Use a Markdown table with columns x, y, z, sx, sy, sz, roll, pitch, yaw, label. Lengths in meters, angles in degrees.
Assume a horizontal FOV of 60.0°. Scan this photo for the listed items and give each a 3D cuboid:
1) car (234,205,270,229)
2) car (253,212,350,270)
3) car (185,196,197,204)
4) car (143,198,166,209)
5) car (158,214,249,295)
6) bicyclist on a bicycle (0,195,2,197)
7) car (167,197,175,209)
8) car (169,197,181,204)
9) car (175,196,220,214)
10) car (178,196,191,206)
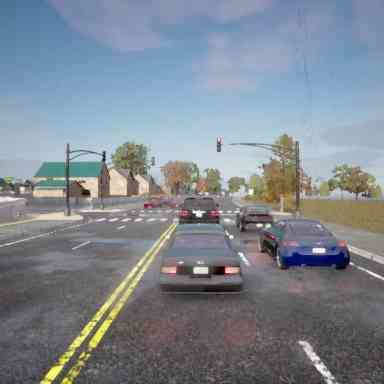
| x | y | z | sx | sy | sz | roll | pitch | yaw | label |
| --- | --- | --- | --- | --- | --- | --- | --- | --- | --- |
| 3.688 | 1.520 | 19.994 | 1.837 | 1.490 | 4.892 | 0 | 0 | 3 | car |
| 3.500 | 1.570 | 11.102 | 1.994 | 1.385 | 4.181 | 0 | 0 | 1 | car |
| -0.219 | 1.625 | 69.460 | 2.128 | 1.511 | 4.902 | 0 | 0 | 4 | car |
| -5.276 | 1.670 | 45.295 | 1.895 | 1.301 | 4.718 | 0 | 0 | 6 | car |
| 0.204 | 1.553 | 8.891 | 2.033 | 1.411 | 5.357 | 0 | 0 | 1 | car |
| -23.948 | 1.036 | 41.357 | 0.582 | 1.620 | 1.656 | 1 | -1 | 16 | bicyclist on a bicycle |
| -1.878 | 1.547 | 46.596 | 1.882 | 1.535 | 5.008 | 0 | 0 | 3 | car |
| -3.542 | 1.735 | 68.696 | 1.895 | 1.301 | 4.718 | 0 | 0 | 5 | car |
| 0.421 | 1.237 | 19.138 | 2.150 | 2.045 | 5.566 | 0 | 0 | 1 | car |
| -1.208 | 1.572 | 57.146 | 1.882 | 1.535 | 5.008 | 0 | 0 | 4 | car |
